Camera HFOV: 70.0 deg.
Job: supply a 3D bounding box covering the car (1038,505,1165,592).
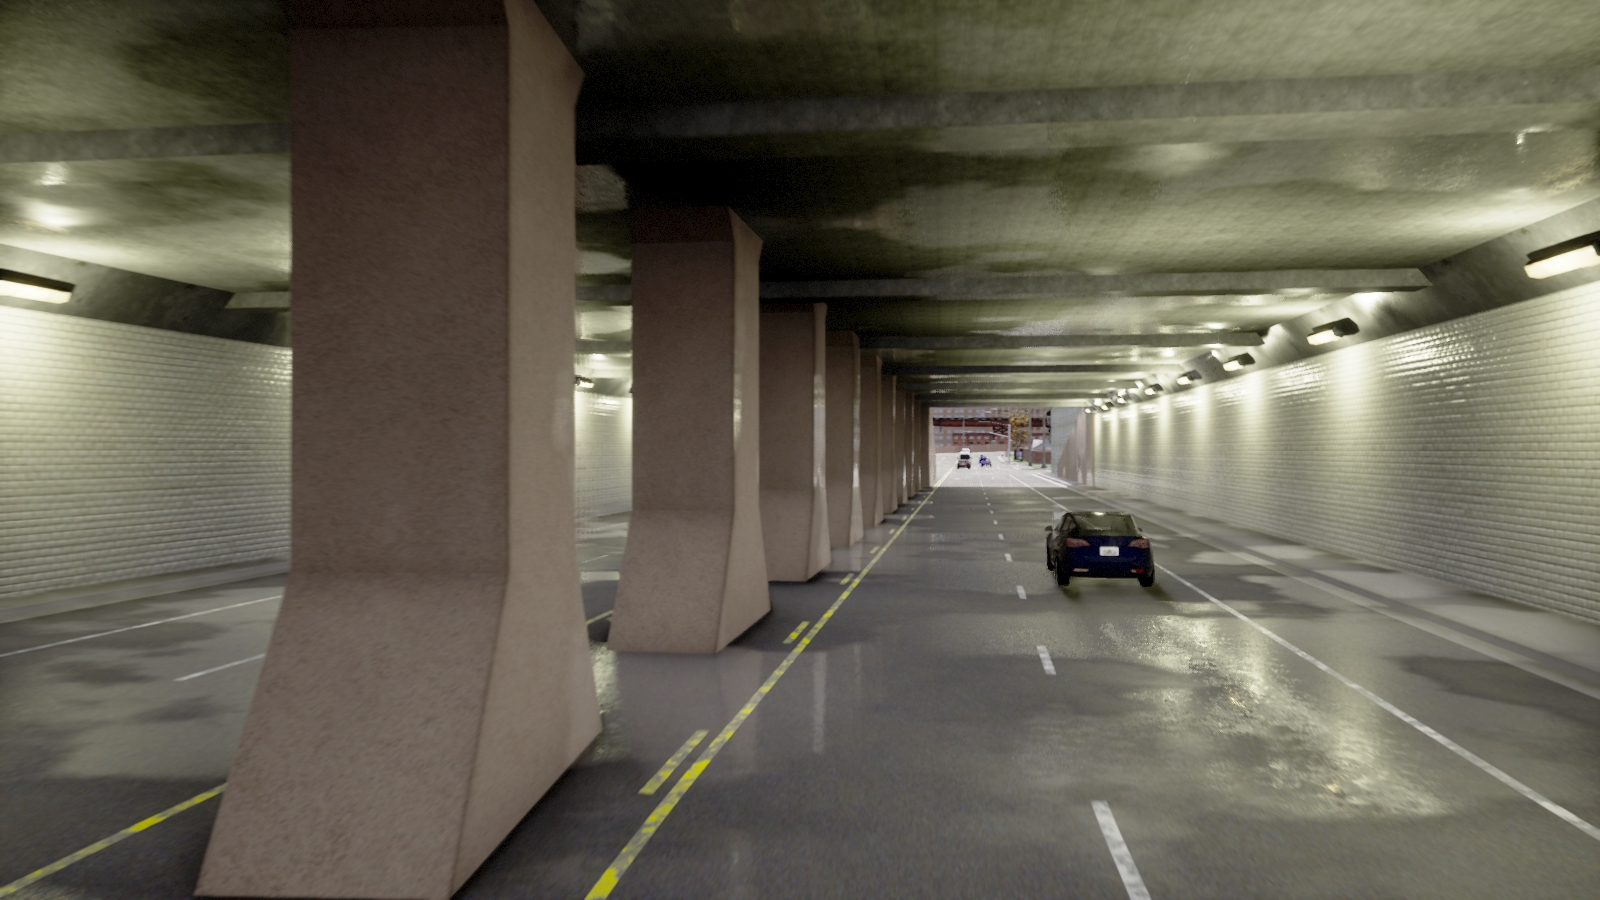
[{"bbox_3d":[6.477,2.064,25.075,2.163,1.488,4.792,0,0,8],"label":"car"}]
